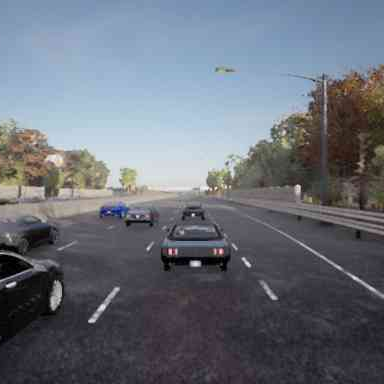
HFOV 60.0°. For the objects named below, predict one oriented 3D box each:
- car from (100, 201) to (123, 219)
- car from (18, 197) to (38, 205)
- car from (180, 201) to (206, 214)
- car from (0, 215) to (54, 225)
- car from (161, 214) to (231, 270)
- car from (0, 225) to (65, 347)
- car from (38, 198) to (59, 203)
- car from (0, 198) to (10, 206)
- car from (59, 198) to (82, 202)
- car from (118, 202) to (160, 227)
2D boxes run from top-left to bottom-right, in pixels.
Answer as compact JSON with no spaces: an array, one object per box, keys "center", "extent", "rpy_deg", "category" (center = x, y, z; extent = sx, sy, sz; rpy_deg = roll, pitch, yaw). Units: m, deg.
[{"center":[-6.904,1.537,30.170],"extent":[1.882,1.535,5.008],"rpy_deg":[0,0,0],"category":"car"},{"center":[-24.564,1.619,50.670],"extent":[1.837,1.490,4.892],"rpy_deg":[0,0,0],"category":"car"},{"center":[0.095,1.561,28.669],"extent":[1.837,1.490,4.892],"rpy_deg":[0,0,0],"category":"car"},{"center":[-6.902,1.586,13.172],"extent":[1.994,1.385,4.181],"rpy_deg":[0,0,0],"category":"car"},{"center":[0.099,1.619,11.059],"extent":[1.895,1.301,4.718],"rpy_deg":[0,0,0],"category":"car"},{"center":[-3.401,1.514,4.619],"extent":[1.837,1.490,4.892],"rpy_deg":[0,0,0],"category":"car"},{"center":[-21.065,1.608,50.948],"extent":[2.128,1.511,4.902],"rpy_deg":[0,0,0],"category":"car"},{"center":[-28.068,1.585,47.566],"extent":[1.882,1.535,5.008],"rpy_deg":[0,0,0],"category":"car"},{"center":[-17.570,1.590,49.569],"extent":[1.882,1.535,5.008],"rpy_deg":[0,0,0],"category":"car"},{"center":[-3.406,1.591,23.419],"extent":[2.033,1.411,5.357],"rpy_deg":[0,0,0],"category":"car"}]
